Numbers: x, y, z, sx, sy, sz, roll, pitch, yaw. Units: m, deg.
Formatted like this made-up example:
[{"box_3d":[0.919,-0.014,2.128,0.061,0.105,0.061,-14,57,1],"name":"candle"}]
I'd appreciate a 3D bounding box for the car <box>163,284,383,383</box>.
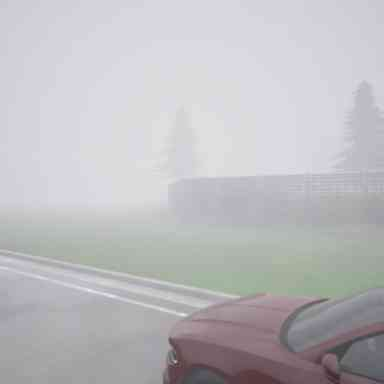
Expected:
[{"box_3d":[2.012,1.476,2.558,5.008,1.535,1.882,0,0,35],"name":"car"}]
